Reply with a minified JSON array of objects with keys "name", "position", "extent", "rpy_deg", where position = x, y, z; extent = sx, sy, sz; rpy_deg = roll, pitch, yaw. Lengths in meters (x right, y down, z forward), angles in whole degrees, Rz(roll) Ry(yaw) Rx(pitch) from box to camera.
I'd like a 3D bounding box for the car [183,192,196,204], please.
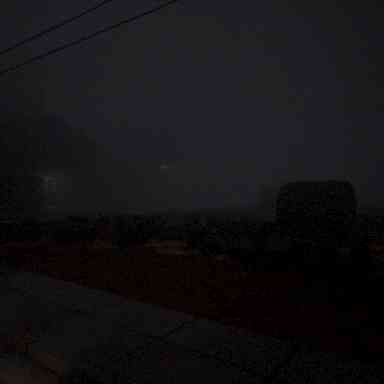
[{"name":"car","position":[-0.402,0.950,58.497],"extent":[1.905,1.878,3.866],"rpy_deg":[6,1,-8]}]
